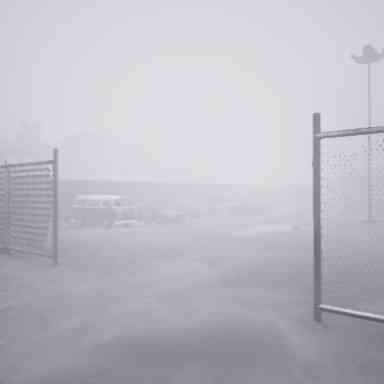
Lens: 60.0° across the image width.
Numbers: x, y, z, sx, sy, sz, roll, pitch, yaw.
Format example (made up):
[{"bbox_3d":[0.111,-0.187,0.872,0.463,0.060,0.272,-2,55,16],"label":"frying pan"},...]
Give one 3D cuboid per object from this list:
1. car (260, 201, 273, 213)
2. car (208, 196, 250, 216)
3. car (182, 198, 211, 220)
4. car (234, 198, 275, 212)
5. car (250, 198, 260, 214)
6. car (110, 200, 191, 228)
[{"bbox_3d":[5.786,1.396,34.694,4.611,1.667,2.242,0,0,36],"label":"car"},{"bbox_3d":[3.085,1.292,31.349,3.866,1.878,1.905,0,0,36],"label":"car"},{"bbox_3d":[-0.644,1.465,27.724,3.633,1.501,1.845,0,0,36],"label":"car"},{"bbox_3d":[7.029,1.466,37.702,4.193,1.474,1.816,0,0,36],"label":"car"},{"bbox_3d":[5.045,1.498,32.605,2.207,1.379,1.481,0,0,36],"label":"car"},{"bbox_3d":[-3.028,1.525,23.677,5.357,1.415,2.033,0,0,36],"label":"car"}]
